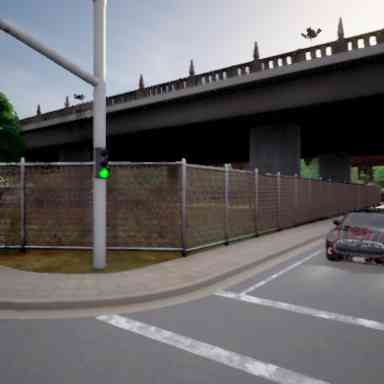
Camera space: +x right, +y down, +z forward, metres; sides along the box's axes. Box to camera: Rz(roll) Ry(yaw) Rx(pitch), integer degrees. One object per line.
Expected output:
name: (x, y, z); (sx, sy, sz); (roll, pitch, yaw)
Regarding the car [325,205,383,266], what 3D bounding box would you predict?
car: (6.159, 1.384, 11.551); (2.097, 1.767, 4.553); (0, 0, 35)
